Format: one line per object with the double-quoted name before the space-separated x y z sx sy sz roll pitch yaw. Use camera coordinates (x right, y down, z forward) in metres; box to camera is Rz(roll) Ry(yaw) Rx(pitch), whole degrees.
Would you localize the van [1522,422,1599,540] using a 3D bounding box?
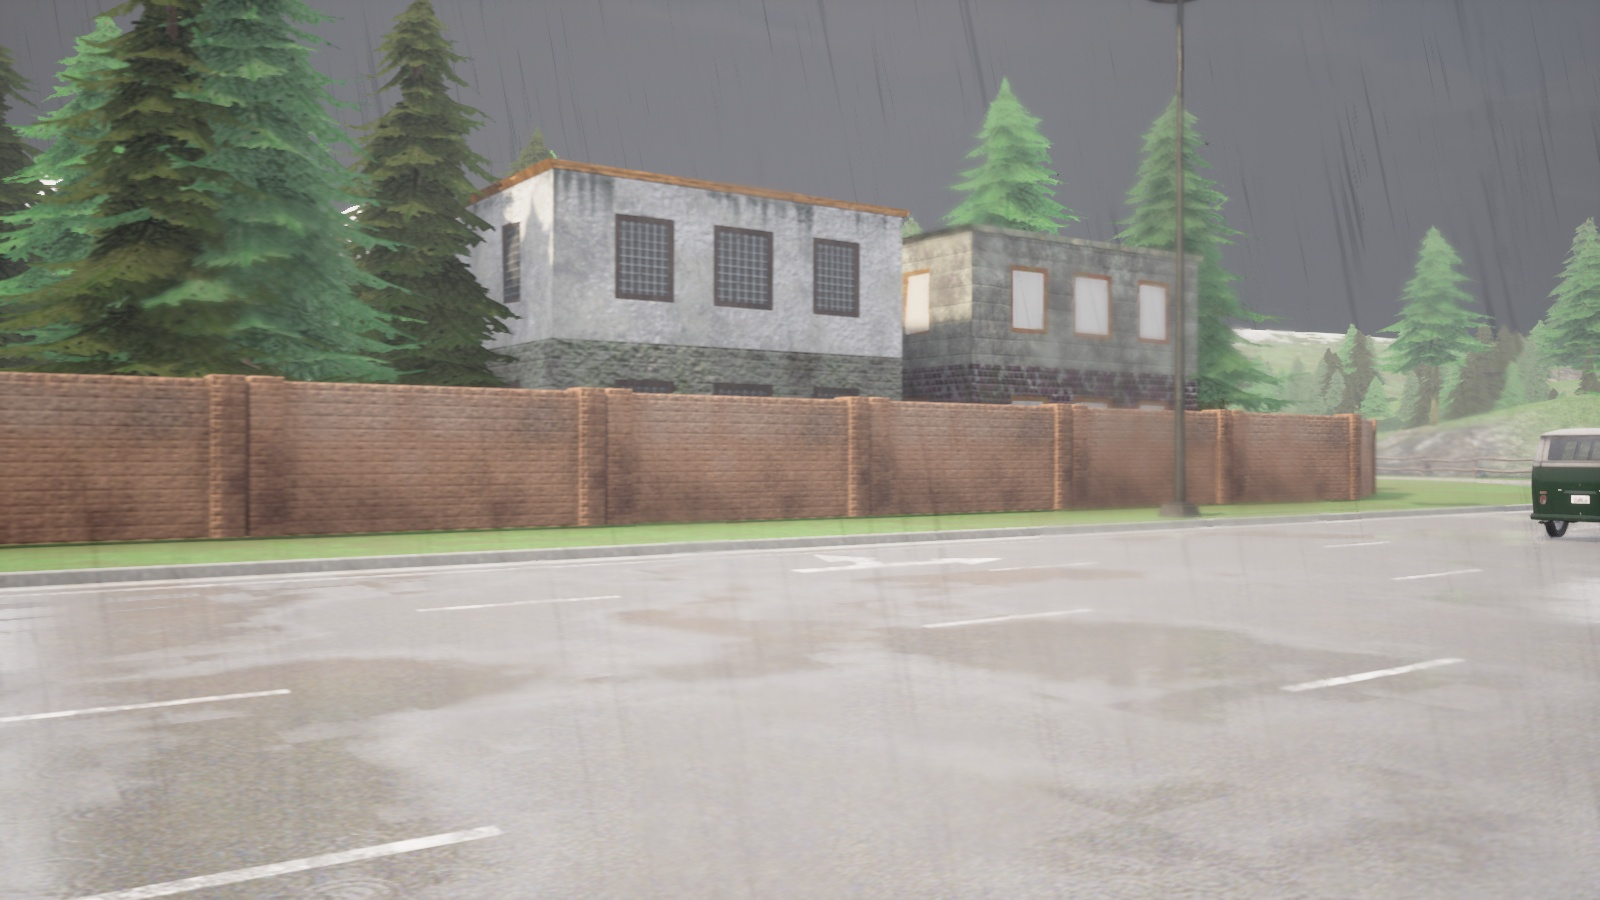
"van" 15.049 0.524 22.671 4.442 1.987 1.775 0 0 -35
